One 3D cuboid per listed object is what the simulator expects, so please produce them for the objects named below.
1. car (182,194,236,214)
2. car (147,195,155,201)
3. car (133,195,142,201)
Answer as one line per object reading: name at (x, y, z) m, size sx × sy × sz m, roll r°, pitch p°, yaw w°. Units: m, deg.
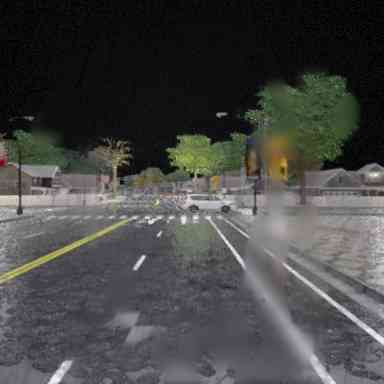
car at (1.772, 1.261, 35.072) m, size 5.566 × 2.045 × 2.150 m, roll 0°, pitch 0°, yaw 2°
car at (-9.721, 1.448, 79.441) m, size 2.033 × 1.411 × 5.357 m, roll 0°, pitch 0°, yaw -6°
car at (-12.940, 1.390, 78.991) m, size 1.882 × 1.535 × 5.008 m, roll 0°, pitch 0°, yaw -6°
